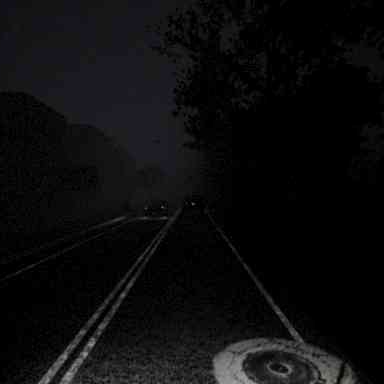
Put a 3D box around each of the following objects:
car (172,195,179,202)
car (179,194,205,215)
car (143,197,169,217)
[{"bbox_3d":[-3.218,1.419,72.251,1.882,1.535,5.008,0,0,0],"label":"car"},{"bbox_3d":[0.113,1.231,33.865,2.150,2.045,5.566,0,0,0],"label":"car"},{"bbox_3d":[-3.332,1.362,31.582,2.097,1.767,4.553,0,0,0],"label":"car"}]
